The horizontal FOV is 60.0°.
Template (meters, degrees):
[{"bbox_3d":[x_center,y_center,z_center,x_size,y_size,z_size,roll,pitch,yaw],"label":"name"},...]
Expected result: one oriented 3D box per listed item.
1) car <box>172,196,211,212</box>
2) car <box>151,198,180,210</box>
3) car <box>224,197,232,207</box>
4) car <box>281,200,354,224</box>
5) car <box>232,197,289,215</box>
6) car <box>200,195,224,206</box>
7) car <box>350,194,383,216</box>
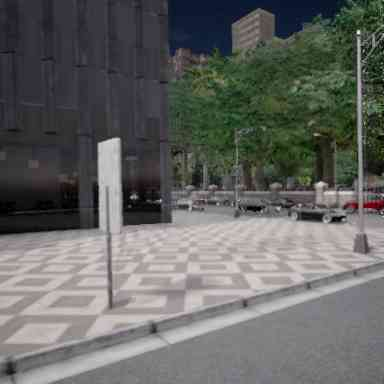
[{"bbox_3d":[-0.287,1.501,37.978,2.008,1.369,4.403,-2,1,-35],"label":"car"},{"bbox_3d":[-3.431,1.531,42.439,1.802,1.307,4.206,-2,1,-35],"label":"car"},{"bbox_3d":[6.675,1.294,42.895,2.008,1.369,4.403,-2,1,-35],"label":"car"},{"bbox_3d":[9.146,1.519,24.598,1.947,1.339,4.313,-2,1,-35],"label":"car"},{"bbox_3d":[6.670,1.382,32.900,2.128,1.511,4.902,-2,1,-35],"label":"car"},{"bbox_3d":[3.530,1.293,47.355,2.008,1.369,4.403,-2,1,-35],"label":"car"},{"bbox_3d":[16.101,1.061,29.513,2.192,1.841,5.009,-2,1,-35],"label":"car"}]
